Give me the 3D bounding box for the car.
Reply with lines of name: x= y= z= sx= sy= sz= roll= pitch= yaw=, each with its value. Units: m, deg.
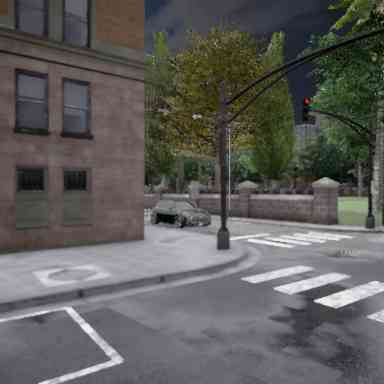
car: x=-0.767 y=1.292 z=21.214 sx=2.097 sy=1.767 sz=4.553 roll=0 pitch=0 yaw=-35
